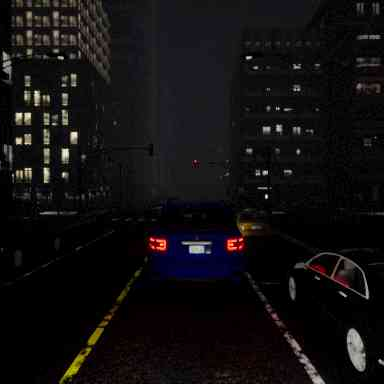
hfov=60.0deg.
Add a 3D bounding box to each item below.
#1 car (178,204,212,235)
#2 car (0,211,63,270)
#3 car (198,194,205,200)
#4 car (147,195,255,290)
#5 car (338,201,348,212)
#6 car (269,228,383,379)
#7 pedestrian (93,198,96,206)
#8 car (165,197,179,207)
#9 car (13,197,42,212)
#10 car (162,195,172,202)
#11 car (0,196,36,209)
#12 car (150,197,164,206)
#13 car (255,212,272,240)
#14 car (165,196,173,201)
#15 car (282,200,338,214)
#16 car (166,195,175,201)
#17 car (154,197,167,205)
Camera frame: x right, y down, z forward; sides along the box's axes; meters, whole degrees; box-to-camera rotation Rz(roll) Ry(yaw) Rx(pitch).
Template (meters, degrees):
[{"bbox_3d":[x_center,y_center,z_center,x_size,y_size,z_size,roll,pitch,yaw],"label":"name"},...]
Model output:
[{"bbox_3d":[0.095,1.520,19.737,1.812,1.442,4.674,0,0,-2],"label":"car"},{"bbox_3d":[-5.834,1.541,11.014,1.887,1.381,4.507,-1,0,0],"label":"car"},{"bbox_3d":[2.664,1.424,94.139,1.967,1.590,4.097,-1,0,0],"label":"car"},{"bbox_3d":[0.095,1.219,9.226,2.150,2.045,5.566,0,0,0],"label":"car"},{"bbox_3d":[16.308,1.622,39.737,4.403,1.369,2.008,0,0,1],"label":"car"},{"bbox_3d":[2.806,1.549,5.313,2.008,1.369,4.403,-1,0,0],"label":"car"},{"bbox_3d":[-12.555,1.299,43.079,0.500,1.100,0.500,0,0,1],"label":"pedestrian"},{"bbox_3d":[-3.099,1.552,52.681,1.994,1.385,4.181,0,0,0],"label":"car"},{"bbox_3d":[-17.821,1.442,34.417,4.181,1.385,1.994,0,1,1],"label":"car"},{"bbox_3d":[-5.712,1.530,77.174,1.887,1.381,4.507,-1,0,0],"label":"car"},{"bbox_3d":[-21.667,1.274,40.230,4.829,1.417,1.752,0,0,1],"label":"car"},{"bbox_3d":[-5.710,1.513,54.386,1.752,1.417,4.829,-1,0,0],"label":"car"},{"bbox_3d":[2.804,1.521,16.772,1.752,1.417,4.829,-1,0,0],"label":"car"},{"bbox_3d":[-5.712,1.567,82.828,1.802,1.307,4.206,-1,0,0],"label":"car"},{"bbox_3d":[12.960,1.634,37.192,5.357,1.411,2.033,0,1,1],"label":"car"},{"bbox_3d":[-5.714,1.529,88.483,1.887,1.381,4.507,-1,0,0],"label":"car"},{"bbox_3d":[-5.710,1.553,60.210,1.947,1.339,4.313,-1,0,0],"label":"car"}]
